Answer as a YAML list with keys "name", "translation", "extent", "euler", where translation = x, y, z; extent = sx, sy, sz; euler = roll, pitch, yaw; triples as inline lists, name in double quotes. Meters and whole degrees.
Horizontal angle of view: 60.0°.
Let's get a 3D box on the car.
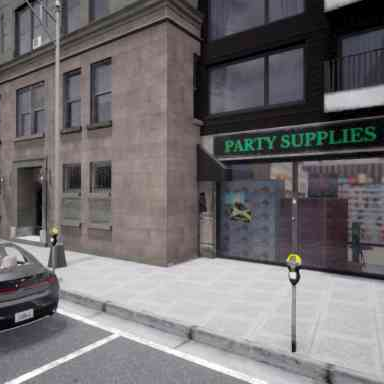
- name: "car"
  translation: [-4.200, 1.551, 6.080]
  extent: [4.403, 1.369, 2.008]
  euler: [0, 0, 36]
